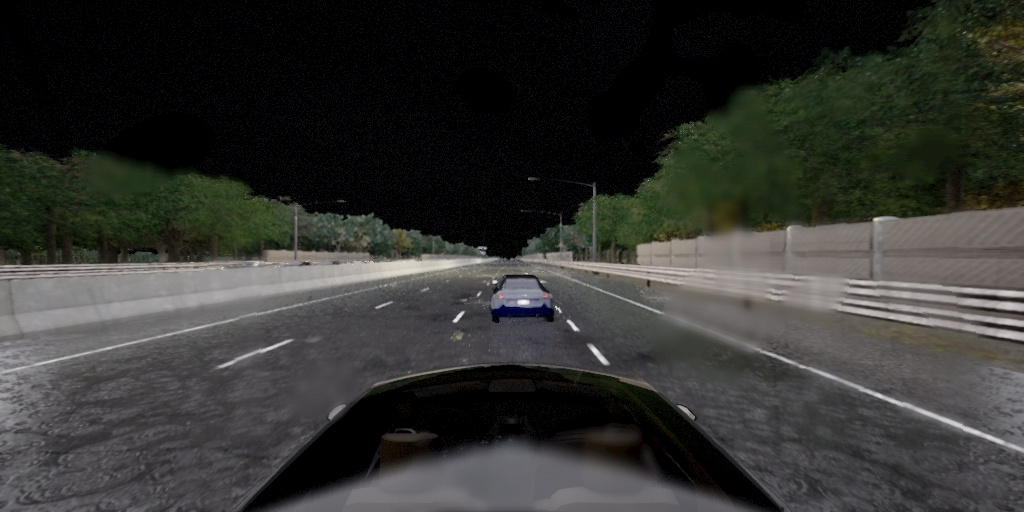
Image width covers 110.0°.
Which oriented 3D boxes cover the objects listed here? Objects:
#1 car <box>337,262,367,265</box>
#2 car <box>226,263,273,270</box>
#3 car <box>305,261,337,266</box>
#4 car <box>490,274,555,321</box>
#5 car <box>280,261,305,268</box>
[{"bbox_3d":[-17.577,1.380,40.702,1.812,1.442,4.674,0,0,0],"label":"car"},{"bbox_3d":[-28.083,1.443,38.383,1.895,1.301,4.718,0,0,0],"label":"car"},{"bbox_3d":[-21.074,1.363,41.102,1.837,1.490,4.892,0,-1,0],"label":"car"},{"bbox_3d":[0.270,1.319,12.466,1.994,1.385,4.181,0,0,-2],"label":"car"},{"bbox_3d":[-24.572,1.364,41.219,1.837,1.490,4.892,0,-1,0],"label":"car"}]
